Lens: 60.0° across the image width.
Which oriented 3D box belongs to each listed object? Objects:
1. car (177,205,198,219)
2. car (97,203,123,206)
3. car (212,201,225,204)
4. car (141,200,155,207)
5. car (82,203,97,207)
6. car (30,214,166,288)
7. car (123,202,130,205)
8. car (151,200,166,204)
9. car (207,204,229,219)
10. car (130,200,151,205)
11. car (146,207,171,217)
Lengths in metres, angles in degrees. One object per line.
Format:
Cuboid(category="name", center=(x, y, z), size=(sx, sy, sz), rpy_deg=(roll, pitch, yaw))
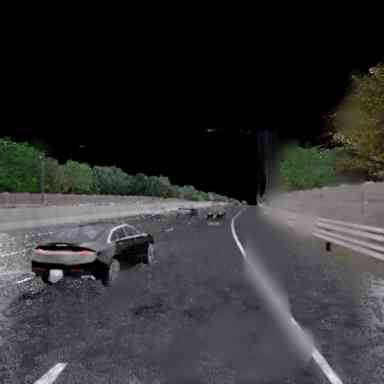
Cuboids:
Cuboid(category="car", center=(-0.499, 2.277, 39.041), size=(2.128, 1.511, 4.902), rpy_deg=(0, -1, 11))
Cuboid(category="car", center=(-14.518, 2.789, 59.142), size=(1.895, 1.301, 4.718), rpy_deg=(0, -1, 11))
Cuboid(category="car", center=(4.944, 2.803, 67.701), size=(2.097, 1.767, 4.553), rpy_deg=(0, -1, 11))
Cuboid(category="car", center=(-12.051, 3.104, 90.755), size=(2.150, 2.045, 5.566), rpy_deg=(0, -1, 11))
Cuboid(category="car", center=(-17.954, 2.667, 59.782), size=(1.882, 1.535, 5.008), rpy_deg=(0, -1, 11))
Cuboid(category="car", center=(-2.514, 1.611, 9.671), size=(2.128, 1.511, 4.902), rpy_deg=(0, -1, 11))
Cuboid(category="car", center=(-14.983, 3.047, 75.325), size=(1.837, 1.490, 4.892), rpy_deg=(0, -1, 11))
Cuboid(category="car", center=(-8.613, 3.102, 90.102), size=(2.150, 2.045, 5.566), rpy_deg=(0, -1, 11))
Cuboid(category="car", center=(2.942, 2.386, 38.405), size=(1.895, 1.301, 4.718), rpy_deg=(0, -1, 11))
Cuboid(category="car", center=(-11.537, 3.071, 74.709), size=(2.128, 1.511, 4.902), rpy_deg=(0, -1, 11))
Cuboid(category="car", center=(-3.933, 2.388, 39.712), size=(1.895, 1.301, 4.718), rpy_deg=(0, -1, 11))
